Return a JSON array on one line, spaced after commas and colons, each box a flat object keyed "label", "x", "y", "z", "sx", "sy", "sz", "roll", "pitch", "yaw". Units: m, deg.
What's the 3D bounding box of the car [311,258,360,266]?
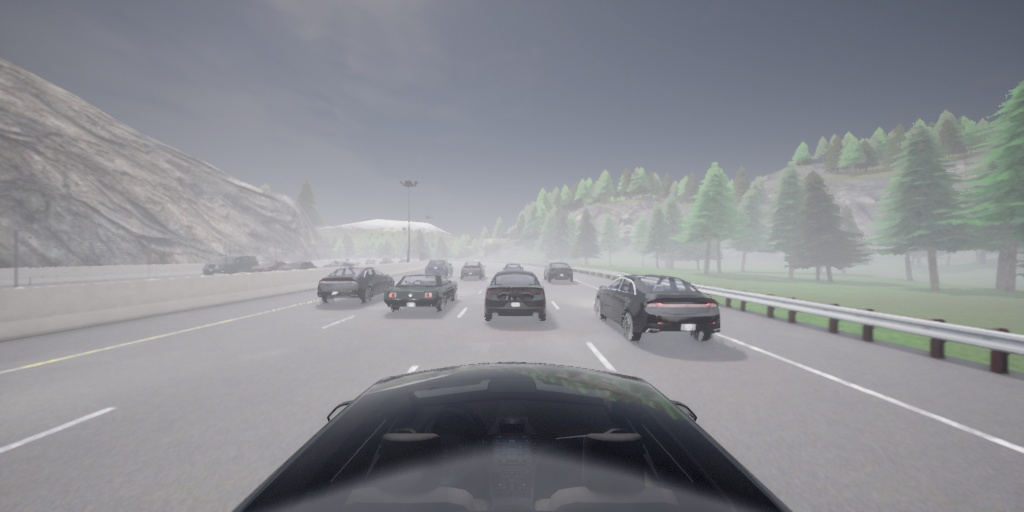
[{"label": "car", "x": -17.730, "y": 1.247, "z": 36.366, "sx": 2.128, "sy": 1.511, "sz": 4.902, "roll": 0, "pitch": 0, "yaw": -2}]

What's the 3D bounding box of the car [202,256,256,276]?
[{"label": "car", "x": -28.217, "y": 0.977, "z": 36.270, "sx": 2.150, "sy": 2.045, "sz": 5.566, "roll": 0, "pitch": 0, "yaw": -2}]

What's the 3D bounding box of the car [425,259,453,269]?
[{"label": "car", "x": -6.989, "y": 1.107, "z": 34.660, "sx": 2.097, "sy": 1.767, "sz": 4.553, "roll": 0, "pitch": 0, "yaw": -1}]

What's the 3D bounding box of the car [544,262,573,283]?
[{"label": "car", "x": 3.598, "y": 1.232, "z": 28.397, "sx": 1.882, "sy": 1.535, "sz": 5.008, "roll": 0, "pitch": 0, "yaw": 0}]

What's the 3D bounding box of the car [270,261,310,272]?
[{"label": "car", "x": -21.210, "y": 1.260, "z": 35.557, "sx": 1.837, "sy": 1.490, "sz": 4.892, "roll": 0, "pitch": 0, "yaw": -2}]

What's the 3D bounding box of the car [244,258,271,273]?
[{"label": "car", "x": -24.755, "y": 1.233, "z": 37.152, "sx": 1.882, "sy": 1.535, "sz": 5.008, "roll": 0, "pitch": 0, "yaw": -2}]

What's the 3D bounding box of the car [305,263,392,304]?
[{"label": "car", "x": -6.896, "y": 1.244, "z": 16.376, "sx": 2.128, "sy": 1.511, "sz": 4.902, "roll": 0, "pitch": 0, "yaw": 0}]

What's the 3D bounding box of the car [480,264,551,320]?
[{"label": "car", "x": 0.103, "y": 1.229, "z": 12.656, "sx": 1.882, "sy": 1.535, "sz": 5.008, "roll": 0, "pitch": 0, "yaw": 0}]

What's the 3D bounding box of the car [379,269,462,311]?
[{"label": "car", "x": -3.397, "y": 1.353, "z": 14.308, "sx": 1.895, "sy": 1.301, "sz": 4.718, "roll": 0, "pitch": 0, "yaw": 0}]

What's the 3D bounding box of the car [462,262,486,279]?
[{"label": "car", "x": -3.432, "y": 1.246, "z": 32.039, "sx": 2.128, "sy": 1.511, "sz": 4.902, "roll": 0, "pitch": 0, "yaw": -1}]

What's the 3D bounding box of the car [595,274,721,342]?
[{"label": "car", "x": 3.602, "y": 1.243, "z": 9.741, "sx": 2.128, "sy": 1.511, "sz": 4.902, "roll": 0, "pitch": 0, "yaw": 0}]
